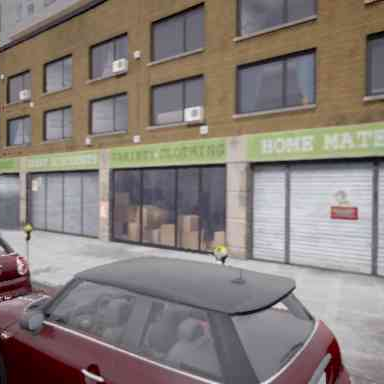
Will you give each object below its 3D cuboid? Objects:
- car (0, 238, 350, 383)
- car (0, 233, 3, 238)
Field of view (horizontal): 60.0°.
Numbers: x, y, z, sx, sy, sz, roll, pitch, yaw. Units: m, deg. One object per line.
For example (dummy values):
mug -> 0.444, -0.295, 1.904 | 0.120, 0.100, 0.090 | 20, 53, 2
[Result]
car -> -0.649, 1.438, 3.536 | 4.097, 1.590, 1.967 | 0, 1, 36
car -> -5.116, 1.433, 6.740 | 4.097, 1.590, 1.967 | 0, 1, 36
